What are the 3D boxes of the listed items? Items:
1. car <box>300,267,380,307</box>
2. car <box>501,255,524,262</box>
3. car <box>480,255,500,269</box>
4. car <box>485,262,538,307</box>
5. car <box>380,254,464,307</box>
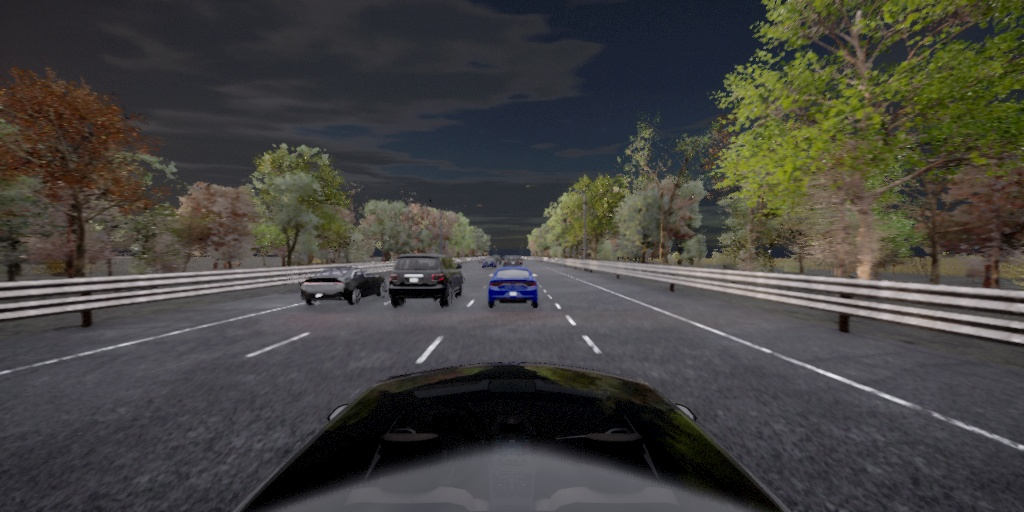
[{"bbox_3d":[-6.954,1.211,15.355,2.128,1.511,4.902,0,0,0],"label":"car"},{"bbox_3d":[0.133,0.863,40.961,2.150,2.045,5.566,0,0,0],"label":"car"},{"bbox_3d":[-3.320,0.972,54.912,2.097,1.767,4.553,0,0,0],"label":"car"},{"bbox_3d":[0.049,1.180,15.220,1.882,1.535,5.008,0,0,0],"label":"car"},{"bbox_3d":[-3.453,0.932,15.331,2.150,2.045,5.566,0,0,0],"label":"car"}]
